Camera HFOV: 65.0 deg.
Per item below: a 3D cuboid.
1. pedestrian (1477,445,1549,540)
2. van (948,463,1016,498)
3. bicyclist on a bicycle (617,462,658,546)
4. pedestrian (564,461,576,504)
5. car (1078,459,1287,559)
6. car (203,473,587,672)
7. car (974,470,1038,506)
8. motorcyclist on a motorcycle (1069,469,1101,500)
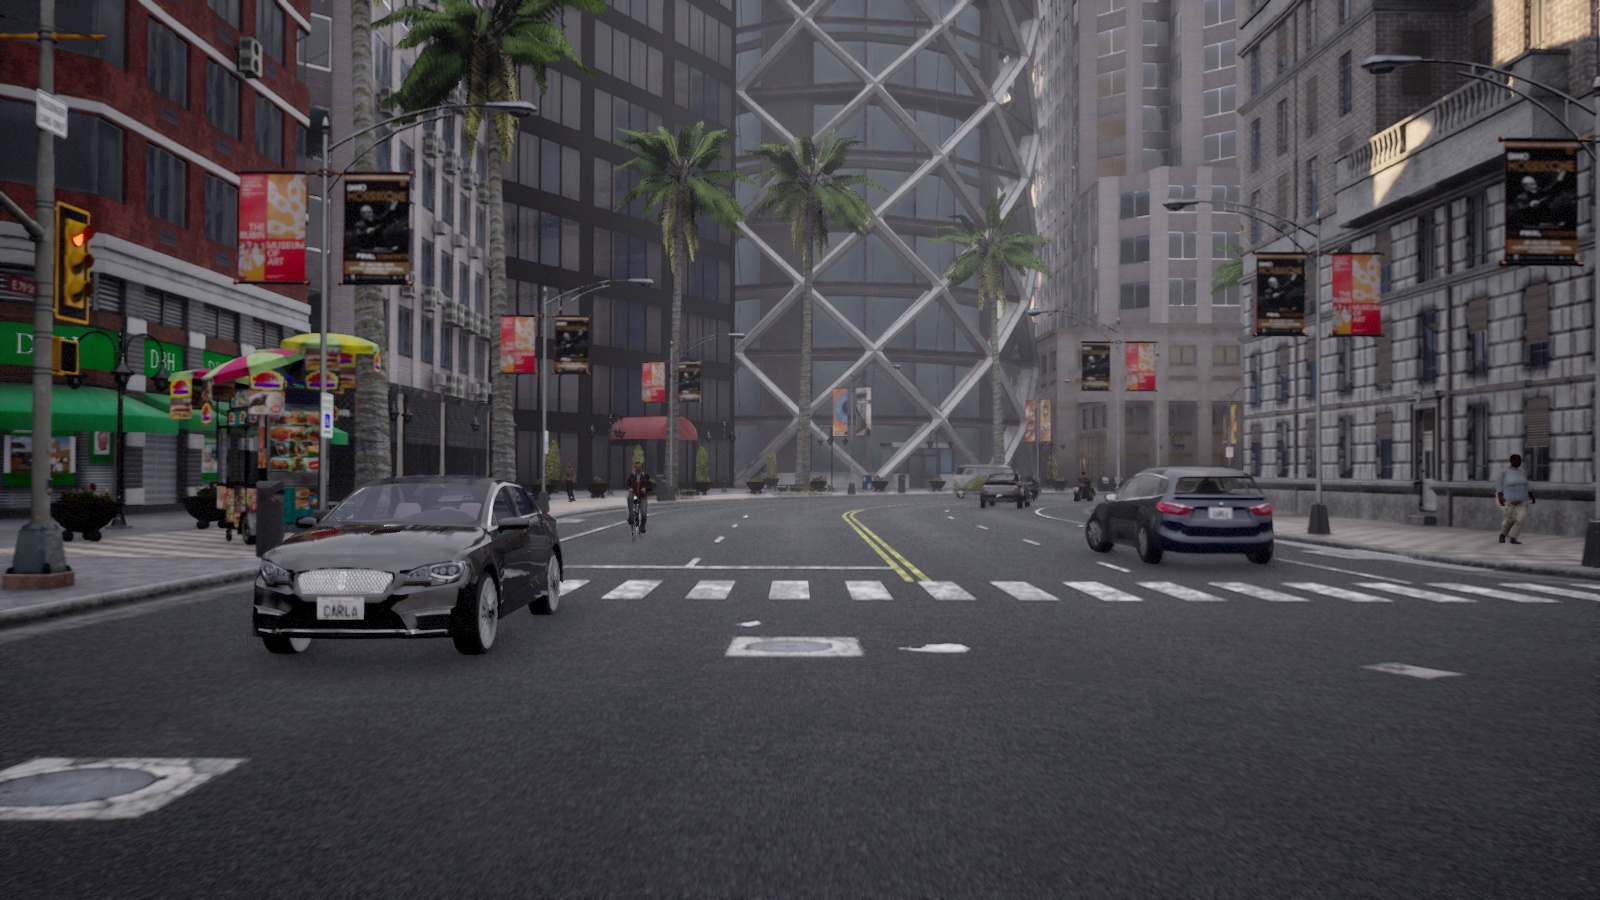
[{"bbox_3d":[14.120,0.830,24.894,0.874,1.855,0.900,0,-1,-3],"label":"pedestrian"},{"bbox_3d":[10.480,1.729,72.130,1.775,1.987,4.442,-1,-1,41],"label":"van"},{"bbox_3d":[-3.567,1.161,27.639,0.659,1.776,1.843,0,-1,0],"label":"bicyclist on a bicycle"},{"bbox_3d":[-10.004,1.423,54.663,0.331,1.846,0.634,0,-1,10],"label":"pedestrian"},{"bbox_3d":[6.875,1.018,23.182,2.242,1.667,4.611,0,-1,-3],"label":"car"},{"bbox_3d":[-3.529,0.987,12.106,2.128,1.511,4.902,0,-1,0],"label":"car"},{"bbox_3d":[9.127,1.658,55.383,2.128,1.511,4.902,-1,-1,17],"label":"car"},{"bbox_3d":[15.179,1.819,66.804,0.766,1.649,2.350,-1,-1,36],"label":"motorcyclist on a motorcycle"}]
